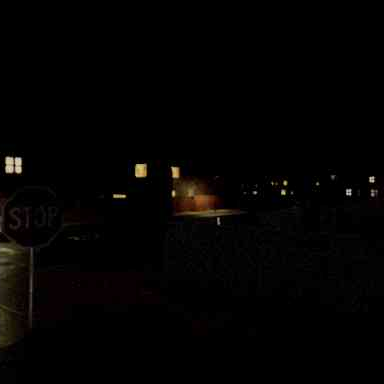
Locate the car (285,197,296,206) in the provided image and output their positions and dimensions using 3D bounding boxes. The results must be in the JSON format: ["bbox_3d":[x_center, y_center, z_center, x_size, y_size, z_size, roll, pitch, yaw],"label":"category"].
[{"bbox_3d":[16.944,1.588,55.181,1.812,1.442,4.674,1,0,2],"label":"car"}]

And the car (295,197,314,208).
[{"bbox_3d":[15.510,1.647,45.262,1.994,1.385,4.181,1,0,16],"label":"car"}]
